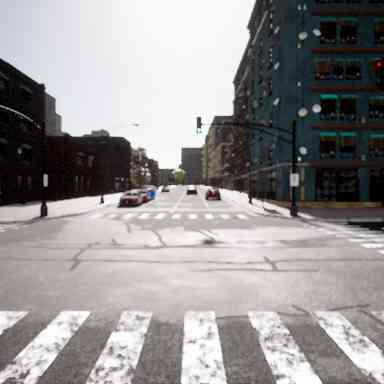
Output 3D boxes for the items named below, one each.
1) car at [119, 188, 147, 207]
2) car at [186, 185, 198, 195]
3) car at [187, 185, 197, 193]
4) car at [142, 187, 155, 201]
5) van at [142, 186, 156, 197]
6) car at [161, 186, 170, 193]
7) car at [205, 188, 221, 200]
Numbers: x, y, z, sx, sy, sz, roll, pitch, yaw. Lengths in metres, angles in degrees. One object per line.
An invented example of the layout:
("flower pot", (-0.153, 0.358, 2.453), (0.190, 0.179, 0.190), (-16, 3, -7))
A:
("car", (-5.758, 0.601, 31.690), (1.887, 1.381, 4.507), (1, 2, 0))
("car", (-0.009, -0.212, 59.766), (1.994, 1.385, 4.181), (0, 2, 0))
("car", (-0.011, -0.714, 69.765), (2.128, 1.511, 4.902), (0, 2, 0))
("car", (-5.682, 0.432, 37.370), (1.887, 1.381, 4.507), (1, 2, 0))
("van", (-5.679, 0.060, 43.049), (1.690, 1.788, 3.998), (1, 2, 0))
("car", (-5.688, -0.541, 71.477), (1.802, 1.307, 4.206), (1, 2, 0))
("car", (2.699, 0.157, 43.113), (1.967, 1.590, 4.097), (1, 2, 0))
